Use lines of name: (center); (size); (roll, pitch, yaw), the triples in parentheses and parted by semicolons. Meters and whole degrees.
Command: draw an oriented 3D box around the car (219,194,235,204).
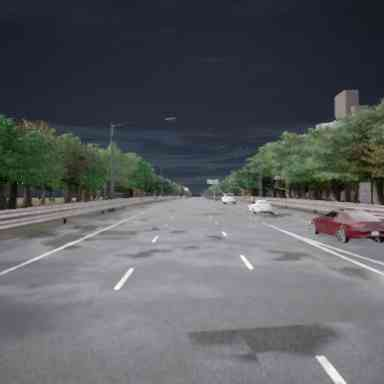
car: (7.066, 1.328, 64.548); (2.150, 2.045, 5.566); (0, 0, 0)

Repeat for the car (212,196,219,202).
car: (7.216, 1.920, 91.628); (1.812, 1.442, 4.674); (0, -1, 0)

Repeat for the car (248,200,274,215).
car: (6.999, 1.537, 34.122); (1.812, 1.442, 4.674); (0, 0, 0)

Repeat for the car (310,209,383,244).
car: (7.343, 1.537, 15.910); (1.812, 1.442, 4.674); (0, 0, -4)
